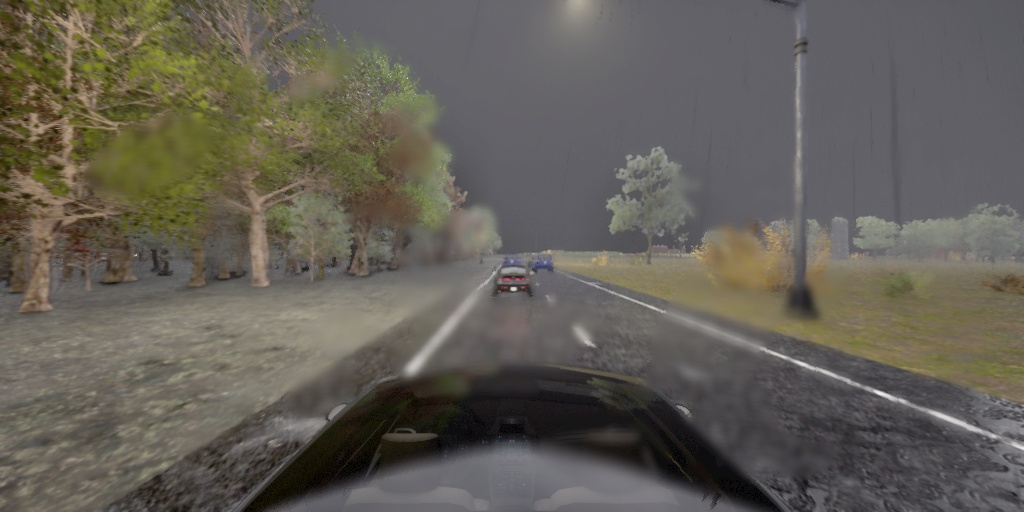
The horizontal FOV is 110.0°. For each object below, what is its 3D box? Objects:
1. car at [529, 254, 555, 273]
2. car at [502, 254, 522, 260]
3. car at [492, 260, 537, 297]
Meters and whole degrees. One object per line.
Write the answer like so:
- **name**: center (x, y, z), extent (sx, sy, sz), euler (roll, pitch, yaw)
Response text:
- **car**: center (3.424, 0.767, 39.580), extent (2.150, 2.045, 5.566), euler (0, 1, 0)
- **car**: center (0.006, 0.749, 44.726), extent (2.150, 2.045, 5.566), euler (0, 1, 0)
- **car**: center (0.069, 1.174, 18.169), extent (1.837, 1.490, 4.892), euler (0, 1, 0)
